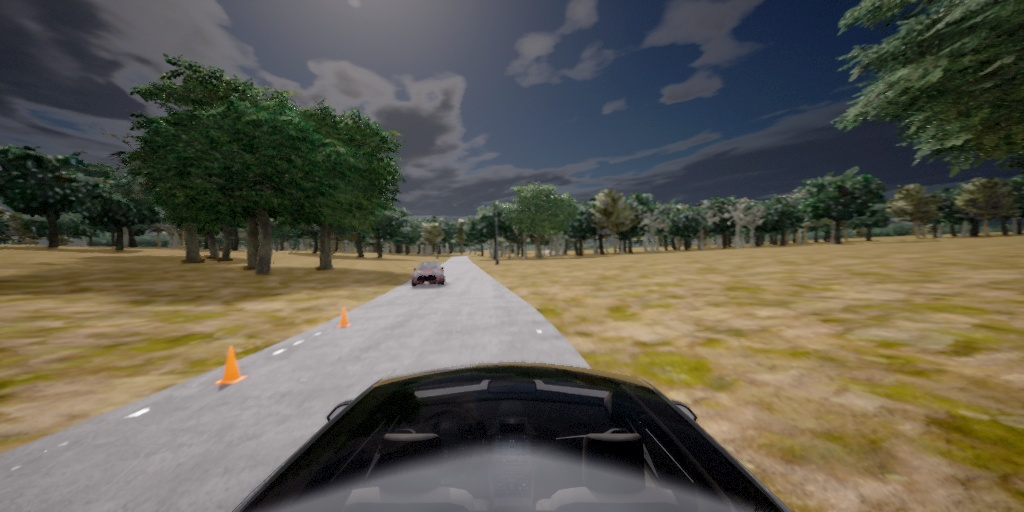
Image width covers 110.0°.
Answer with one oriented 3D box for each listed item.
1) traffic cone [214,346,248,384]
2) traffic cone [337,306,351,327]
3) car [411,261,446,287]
[{"bbox_3d":[-4.819,1.845,6.169,0.340,0.580,0.340,0,0,-2],"label":"traffic cone"},{"bbox_3d":[-5.140,1.840,11.004,0.340,0.580,0.340,0,0,-5],"label":"traffic cone"},{"bbox_3d":[-5.963,1.181,25.941,2.097,1.767,4.553,-2,0,-8],"label":"car"}]
